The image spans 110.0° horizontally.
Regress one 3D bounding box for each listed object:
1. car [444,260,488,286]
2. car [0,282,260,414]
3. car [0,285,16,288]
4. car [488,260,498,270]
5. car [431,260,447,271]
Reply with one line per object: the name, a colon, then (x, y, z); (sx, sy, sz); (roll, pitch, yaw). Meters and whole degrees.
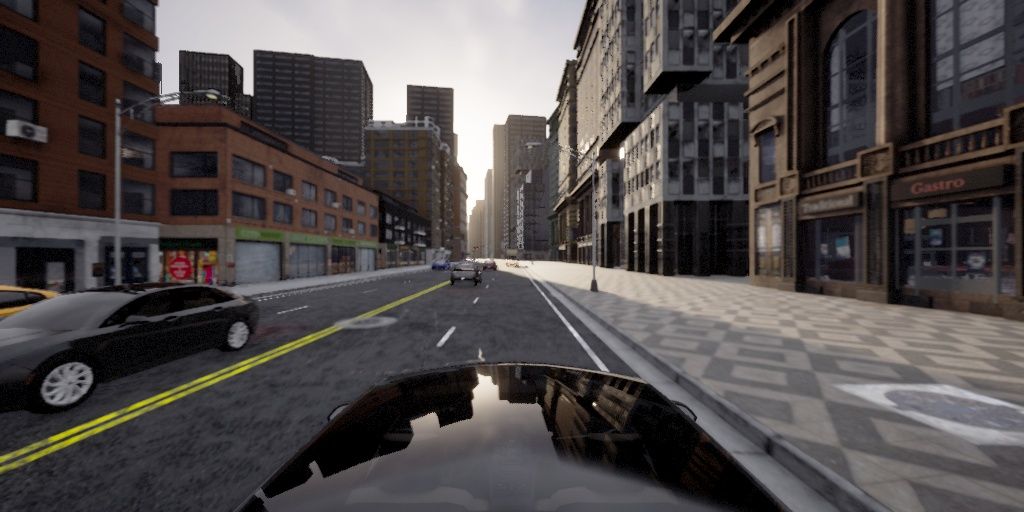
car: (-3.148, 1.247, 25.439); (2.128, 1.511, 4.902); (0, 0, 0)
car: (-6.600, 1.255, 6.086); (1.837, 1.490, 4.892); (0, 0, 0)
car: (-9.850, 1.228, 5.790); (1.882, 1.535, 5.008); (0, 0, 0)
car: (-3.145, 1.294, 51.361); (1.812, 1.442, 4.674); (0, 0, 0)
car: (-9.808, 1.245, 49.568); (1.882, 1.535, 5.008); (0, 0, 0)
